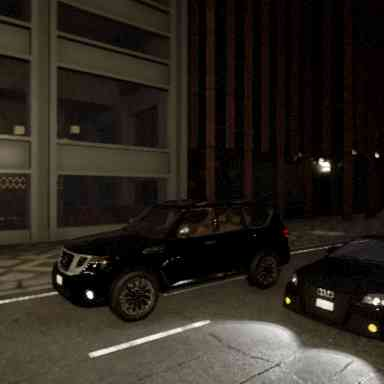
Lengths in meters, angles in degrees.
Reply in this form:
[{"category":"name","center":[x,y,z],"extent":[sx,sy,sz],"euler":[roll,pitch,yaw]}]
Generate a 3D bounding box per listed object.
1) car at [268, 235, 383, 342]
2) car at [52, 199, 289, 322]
[{"category":"car","center":[3.678,1.556,6.313],"extent":[4.181,1.385,1.994],"euler":[0,0,-36]},{"category":"car","center":[-0.132,1.216,7.587],"extent":[5.566,2.045,2.150],"euler":[0,0,-36]}]
